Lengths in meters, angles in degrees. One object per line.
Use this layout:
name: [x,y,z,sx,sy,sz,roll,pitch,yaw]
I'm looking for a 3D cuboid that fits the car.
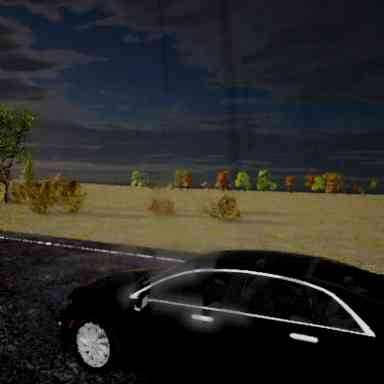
car: [0.544,1.489,4.104,4.892,1.490,1.837,1,0,27]
